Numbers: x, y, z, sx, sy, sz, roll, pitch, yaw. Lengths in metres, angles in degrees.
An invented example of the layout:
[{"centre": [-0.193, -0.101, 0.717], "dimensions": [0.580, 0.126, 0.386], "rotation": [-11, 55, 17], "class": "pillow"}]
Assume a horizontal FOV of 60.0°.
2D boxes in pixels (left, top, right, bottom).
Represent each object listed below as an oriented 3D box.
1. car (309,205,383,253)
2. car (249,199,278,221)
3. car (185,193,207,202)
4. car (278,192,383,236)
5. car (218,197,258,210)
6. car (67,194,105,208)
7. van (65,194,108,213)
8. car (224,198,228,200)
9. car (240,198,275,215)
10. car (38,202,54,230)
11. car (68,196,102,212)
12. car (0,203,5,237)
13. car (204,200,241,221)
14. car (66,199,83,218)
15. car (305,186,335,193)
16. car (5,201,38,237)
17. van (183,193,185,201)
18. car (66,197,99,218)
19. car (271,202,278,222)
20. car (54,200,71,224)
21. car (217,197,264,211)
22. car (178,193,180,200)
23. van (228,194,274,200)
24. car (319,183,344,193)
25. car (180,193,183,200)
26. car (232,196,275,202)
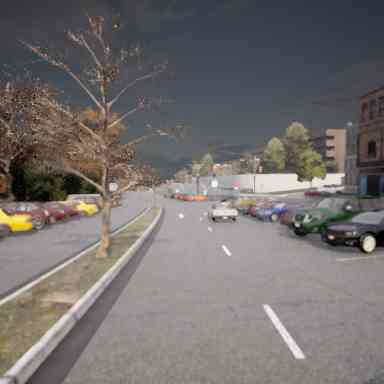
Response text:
[{"centre": [7.578, 1.467, 13.492], "dimensions": [5.008, 1.535, 2.097], "rotation": [1, 0, -22], "class": "car"}, {"centre": [7.098, 1.495, 25.568], "dimensions": [4.674, 1.452, 2.002], "rotation": [1, 0, -23], "class": "car"}, {"centre": [1.416, 1.493, 81.207], "dimensions": [4.553, 1.767, 2.185], "rotation": [0, 0, -29], "class": "car"}, {"centre": [7.459, 1.212, 16.497], "dimensions": [5.566, 2.045, 2.435], "rotation": [1, 0, -22], "class": "car"}, {"centre": [6.029, 1.475, 43.620], "dimensions": [4.792, 1.488, 2.163], "rotation": [1, 0, -25], "class": "car"}, {"centre": [-11.780, 1.372, 34.727], "dimensions": [4.553, 1.767, 2.185], "rotation": [-1, 0, -24], "class": "car"}, {"centre": [-11.934, 1.270, 37.717], "dimensions": [4.442, 1.987, 1.878], "rotation": [-1, 0, -24], "class": "van"}, {"centre": [6.365, 1.319, 37.639], "dimensions": [4.553, 1.767, 2.185], "rotation": [1, 0, -25], "class": "car"}, {"centre": [6.927, 1.492, 28.587], "dimensions": [4.674, 1.452, 2.002], "rotation": [1, 0, -24], "class": "car"}, {"centre": [-10.913, 1.376, 19.944], "dimensions": [4.553, 1.767, 2.185], "rotation": [-1, 0, -22], "class": "car"}, {"centre": [-11.771, 1.499, 31.686], "dimensions": [5.366, 1.575, 1.946], "rotation": [-1, 0, -24], "class": "car"}, {"centre": [-10.749, 1.379, 14.009], "dimensions": [4.553, 1.767, 2.185], "rotation": [-1, 0, -22], "class": "car"}, {"centre": [2.332, 1.581, 26.783], "dimensions": [1.895, 1.301, 4.718], "rotation": [0, 0, -3], "class": "car"}, {"centre": [-11.234, 1.541, 25.849], "dimensions": [4.674, 1.452, 2.002], "rotation": [-1, 0, -23], "class": "car"}, {"centre": [20.840, 0.152, 55.592], "dimensions": [2.002, 1.452, 4.674], "rotation": [-7, 4, -30], "class": "car"}, {"centre": [-10.991, 1.502, 16.903], "dimensions": [5.366, 1.575, 1.946], "rotation": [-1, 0, -22], "class": "car"}, {"centre": [0.858, 1.385, 84.132], "dimensions": [4.442, 1.987, 1.878], "rotation": [0, 0, -30], "class": "van"}, {"centre": [-11.244, 1.494, 28.884], "dimensions": [5.366, 1.575, 1.946], "rotation": [-1, 0, -23], "class": "car"}, {"centre": [7.366, 1.501, 19.536], "dimensions": [4.674, 1.452, 2.002], "rotation": [1, 0, -23], "class": "car"}, {"centre": [-11.075, 1.541, 22.892], "dimensions": [4.674, 1.452, 2.002], "rotation": [-1, 0, -23], "class": "car"}, {"centre": [5.929, 1.437, 40.560], "dimensions": [5.366, 1.575, 1.946], "rotation": [1, 0, -25], "class": "car"}, {"centre": [-0.042, 1.347, 90.140], "dimensions": [5.566, 2.045, 2.435], "rotation": [0, 0, -30], "class": "car"}, {"centre": [6.450, 1.220, 34.565], "dimensions": [4.442, 1.987, 1.878], "rotation": [1, 0, -24], "class": "van"}, {"centre": [23.793, -0.428, 56.068], "dimensions": [2.435, 2.045, 5.566], "rotation": [-7, 4, -29], "class": "car"}, {"centre": [0.429, 1.354, 87.140], "dimensions": [5.566, 2.045, 2.435], "rotation": [1, 0, -30], "class": "car"}, {"centre": [6.758, 1.451, 31.601], "dimensions": [4.892, 1.521, 2.231], "rotation": [1, 0, -24], "class": "car"}]
